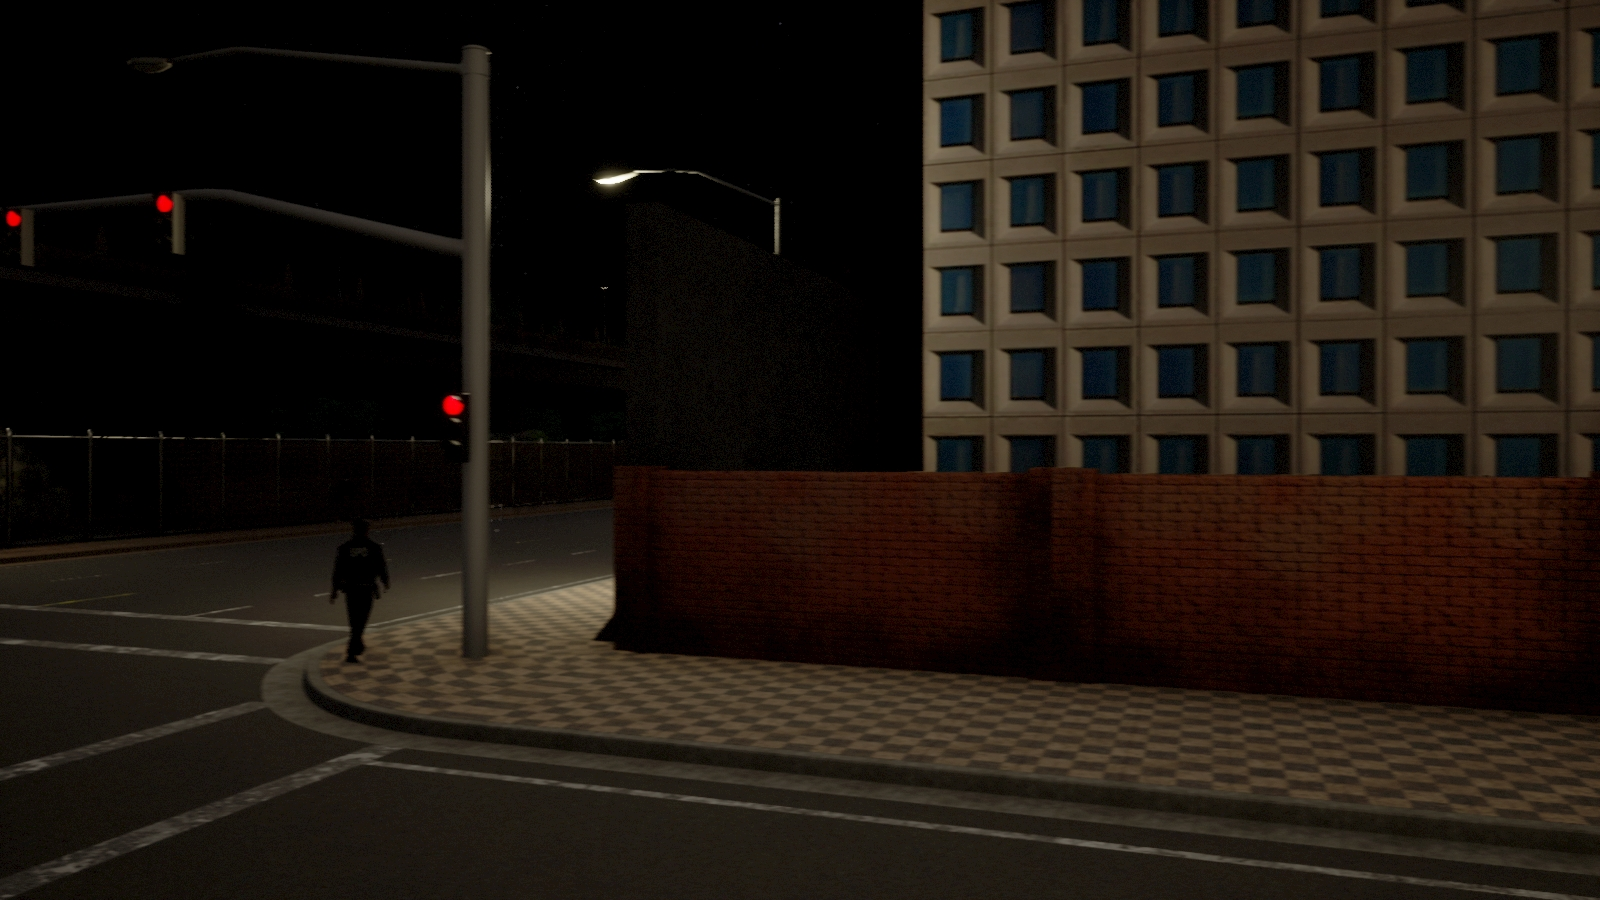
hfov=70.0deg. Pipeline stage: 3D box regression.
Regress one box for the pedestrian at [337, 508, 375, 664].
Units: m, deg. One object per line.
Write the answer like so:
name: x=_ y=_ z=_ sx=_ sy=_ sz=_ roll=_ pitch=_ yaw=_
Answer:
pedestrian: x=-5.461 y=1.660 z=14.062 sx=0.375 sy=1.860 sz=0.375 roll=0 pitch=0 yaw=-10

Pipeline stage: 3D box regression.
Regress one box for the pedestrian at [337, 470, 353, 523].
pedestrian: x=-16.114 y=1.645 z=40.462 sx=0.375 sy=1.860 sz=0.375 roll=0 pitch=0 yaw=20
